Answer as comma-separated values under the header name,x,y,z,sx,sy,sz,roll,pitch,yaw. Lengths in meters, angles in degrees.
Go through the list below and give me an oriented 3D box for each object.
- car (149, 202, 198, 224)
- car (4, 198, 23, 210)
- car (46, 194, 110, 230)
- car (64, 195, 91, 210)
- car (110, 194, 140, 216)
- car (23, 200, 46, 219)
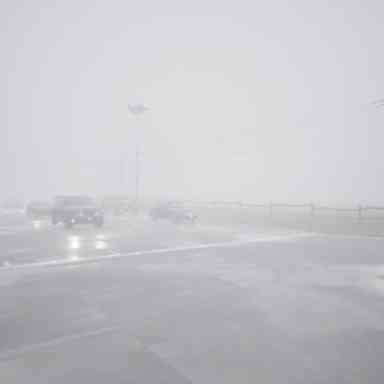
name,x,y,z,sx,sy,sz,roll,pitch,yaw
car,-1.483,1.494,25.229,2.128,1.511,4.902,0,0,-36
car,-23.519,1.528,43.802,1.812,1.442,4.674,0,0,-36
car,-7.601,1.223,21.740,2.150,2.045,5.566,0,0,-36
car,-15.366,1.357,44.445,2.097,1.767,4.553,0,0,-36
car,-7.285,1.223,33.255,2.150,2.045,5.566,0,0,-36
car,-13.439,1.480,29.813,1.882,1.535,5.008,0,0,-36
